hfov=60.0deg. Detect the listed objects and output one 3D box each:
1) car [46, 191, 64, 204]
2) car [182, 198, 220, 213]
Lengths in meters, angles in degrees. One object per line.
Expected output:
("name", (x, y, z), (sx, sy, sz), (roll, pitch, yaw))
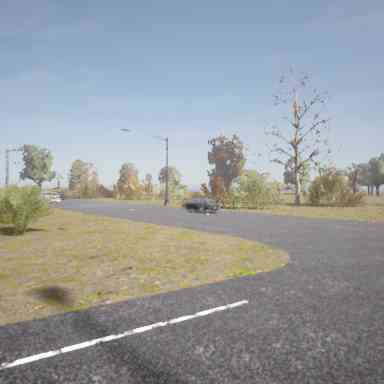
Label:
("car", (-24.001, 0.960, 56.563), (2.150, 2.045, 5.566), (-1, 1, -35))
("car", (0.853, 1.357, 35.189), (2.128, 1.511, 4.902), (0, 0, -37))
